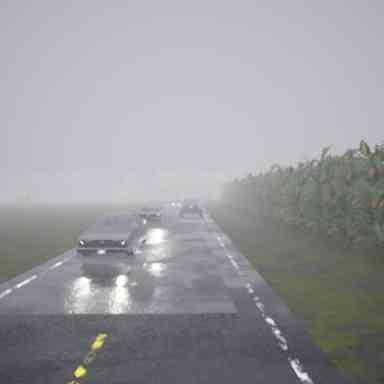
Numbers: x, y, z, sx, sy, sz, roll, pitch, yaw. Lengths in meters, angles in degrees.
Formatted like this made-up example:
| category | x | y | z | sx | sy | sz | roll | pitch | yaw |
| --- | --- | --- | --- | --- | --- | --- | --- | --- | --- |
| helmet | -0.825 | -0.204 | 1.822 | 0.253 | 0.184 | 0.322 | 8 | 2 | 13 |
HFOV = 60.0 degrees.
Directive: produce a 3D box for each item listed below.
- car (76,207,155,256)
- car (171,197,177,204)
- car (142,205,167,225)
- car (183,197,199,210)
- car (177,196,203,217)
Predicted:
| category | x | y | z | sx | sy | sz | roll | pitch | yaw |
| --- | --- | --- | --- | --- | --- | --- | --- | --- | --- |
| car | -2.915 | 1.555 | 13.389 | 2.033 | 1.411 | 5.357 | 0 | 0 | 0 |
| car | -3.142 | 1.593 | 66.806 | 1.994 | 1.385 | 4.181 | 0 | 0 | 0 |
| car | -2.950 | 1.613 | 24.228 | 1.895 | 1.301 | 4.718 | 0 | 0 | 0 |
| car | -0.162 | 1.513 | 45.092 | 2.128 | 1.511 | 4.902 | 0 | 0 | 0 |
| car | -0.086 | 1.364 | 32.036 | 2.097 | 1.767 | 4.553 | 0 | 0 | 0 |
